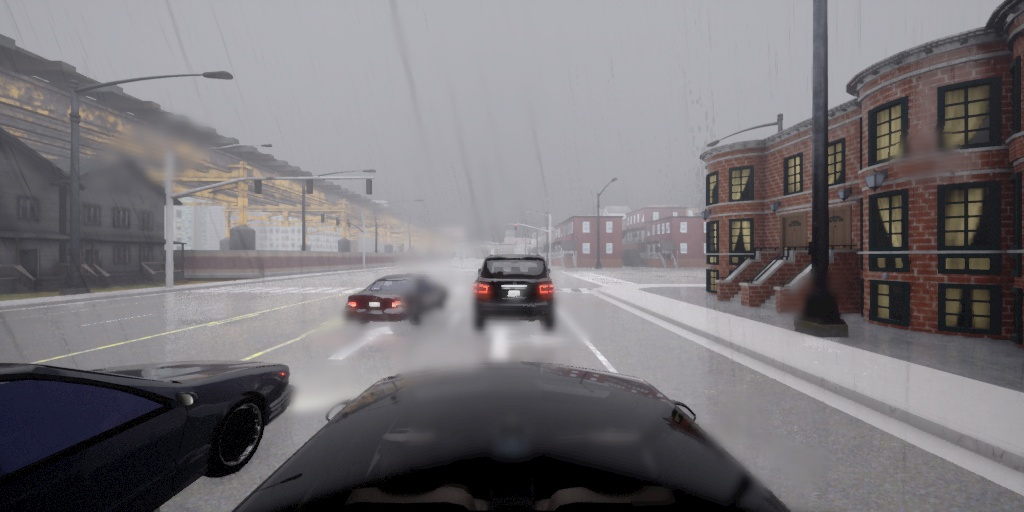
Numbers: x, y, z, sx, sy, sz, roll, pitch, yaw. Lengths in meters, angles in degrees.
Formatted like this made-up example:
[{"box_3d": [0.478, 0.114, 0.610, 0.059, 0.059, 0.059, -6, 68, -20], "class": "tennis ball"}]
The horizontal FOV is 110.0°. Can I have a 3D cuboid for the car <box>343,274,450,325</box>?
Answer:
[{"box_3d": [-3.443, 1.297, 11.757, 2.033, 1.411, 5.357, 0, 0, 2], "class": "car"}]

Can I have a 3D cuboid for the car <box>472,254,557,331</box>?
[{"box_3d": [0.082, 0.971, 11.076, 2.150, 2.045, 5.566, 0, 0, 0], "class": "car"}]

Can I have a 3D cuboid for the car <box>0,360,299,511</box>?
[{"box_3d": [-3.388, 1.297, 1.685, 2.033, 1.411, 5.357, 0, 0, -1], "class": "car"}]
